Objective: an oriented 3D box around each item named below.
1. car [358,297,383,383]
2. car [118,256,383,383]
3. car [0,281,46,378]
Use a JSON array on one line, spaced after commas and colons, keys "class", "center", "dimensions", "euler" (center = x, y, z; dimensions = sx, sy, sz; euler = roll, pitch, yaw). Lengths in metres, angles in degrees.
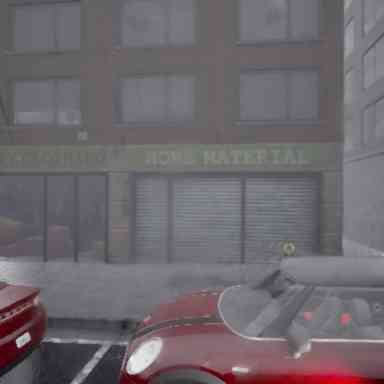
[{"class": "car", "center": [3.490, 1.501, 1.368], "dimensions": [4.674, 1.442, 1.812], "euler": [0, 0, 7]}, {"class": "car", "center": [1.301, 1.441, 3.481], "dimensions": [4.097, 1.590, 1.967], "euler": [0, 1, 7]}, {"class": "car", "center": [-4.167, 1.593, 4.106], "dimensions": [4.507, 1.381, 1.887], "euler": [0, 1, 7]}]
